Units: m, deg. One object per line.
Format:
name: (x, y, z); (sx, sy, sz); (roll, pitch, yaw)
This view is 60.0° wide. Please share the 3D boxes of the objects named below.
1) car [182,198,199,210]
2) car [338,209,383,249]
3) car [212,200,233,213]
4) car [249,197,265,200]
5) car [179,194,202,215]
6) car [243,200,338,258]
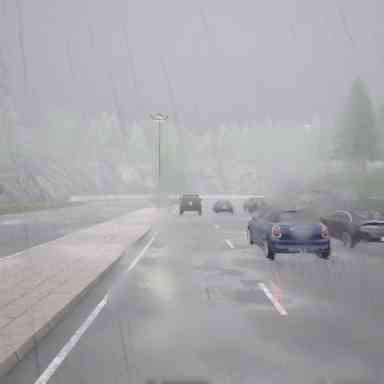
car: (-0.188, 1.547, 44.238); (2.033, 1.411, 5.357); (0, 0, 0)
car: (6.998, 1.491, 14.478); (2.128, 1.511, 4.902); (0, 0, 0)
car: (3.355, 1.564, 36.671); (1.994, 1.385, 4.181); (0, 0, 0)
car: (6.860, 1.352, 35.878); (2.097, 1.767, 4.553); (0, 0, 0)
car: (-0.133, 1.222, 34.030); (2.150, 2.045, 5.566); (0, 0, 0)
car: (3.507, 1.352, 12.834); (2.097, 1.767, 4.553); (0, 0, 0)
